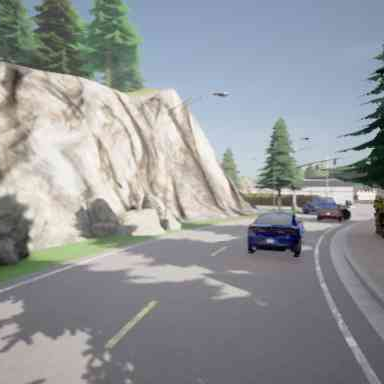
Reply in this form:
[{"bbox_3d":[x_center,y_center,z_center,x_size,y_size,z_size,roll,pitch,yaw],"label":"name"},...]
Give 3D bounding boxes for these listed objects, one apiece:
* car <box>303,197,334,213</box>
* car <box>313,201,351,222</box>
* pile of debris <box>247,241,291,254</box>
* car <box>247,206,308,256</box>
[{"bbox_3d":[14.253,1.554,36.975,2.150,2.045,5.566,1,0,40],"label":"car"},{"bbox_3d":[12.269,1.757,28.616,1.994,1.385,4.181,1,0,37],"label":"car"},{"bbox_3d":[3.190,2.229,13.562,1.500,0.140,1.860,1,0,21],"label":"pile of debris"},{"bbox_3d":[3.555,1.536,13.670,1.882,1.535,5.008,1,0,21],"label":"car"}]
